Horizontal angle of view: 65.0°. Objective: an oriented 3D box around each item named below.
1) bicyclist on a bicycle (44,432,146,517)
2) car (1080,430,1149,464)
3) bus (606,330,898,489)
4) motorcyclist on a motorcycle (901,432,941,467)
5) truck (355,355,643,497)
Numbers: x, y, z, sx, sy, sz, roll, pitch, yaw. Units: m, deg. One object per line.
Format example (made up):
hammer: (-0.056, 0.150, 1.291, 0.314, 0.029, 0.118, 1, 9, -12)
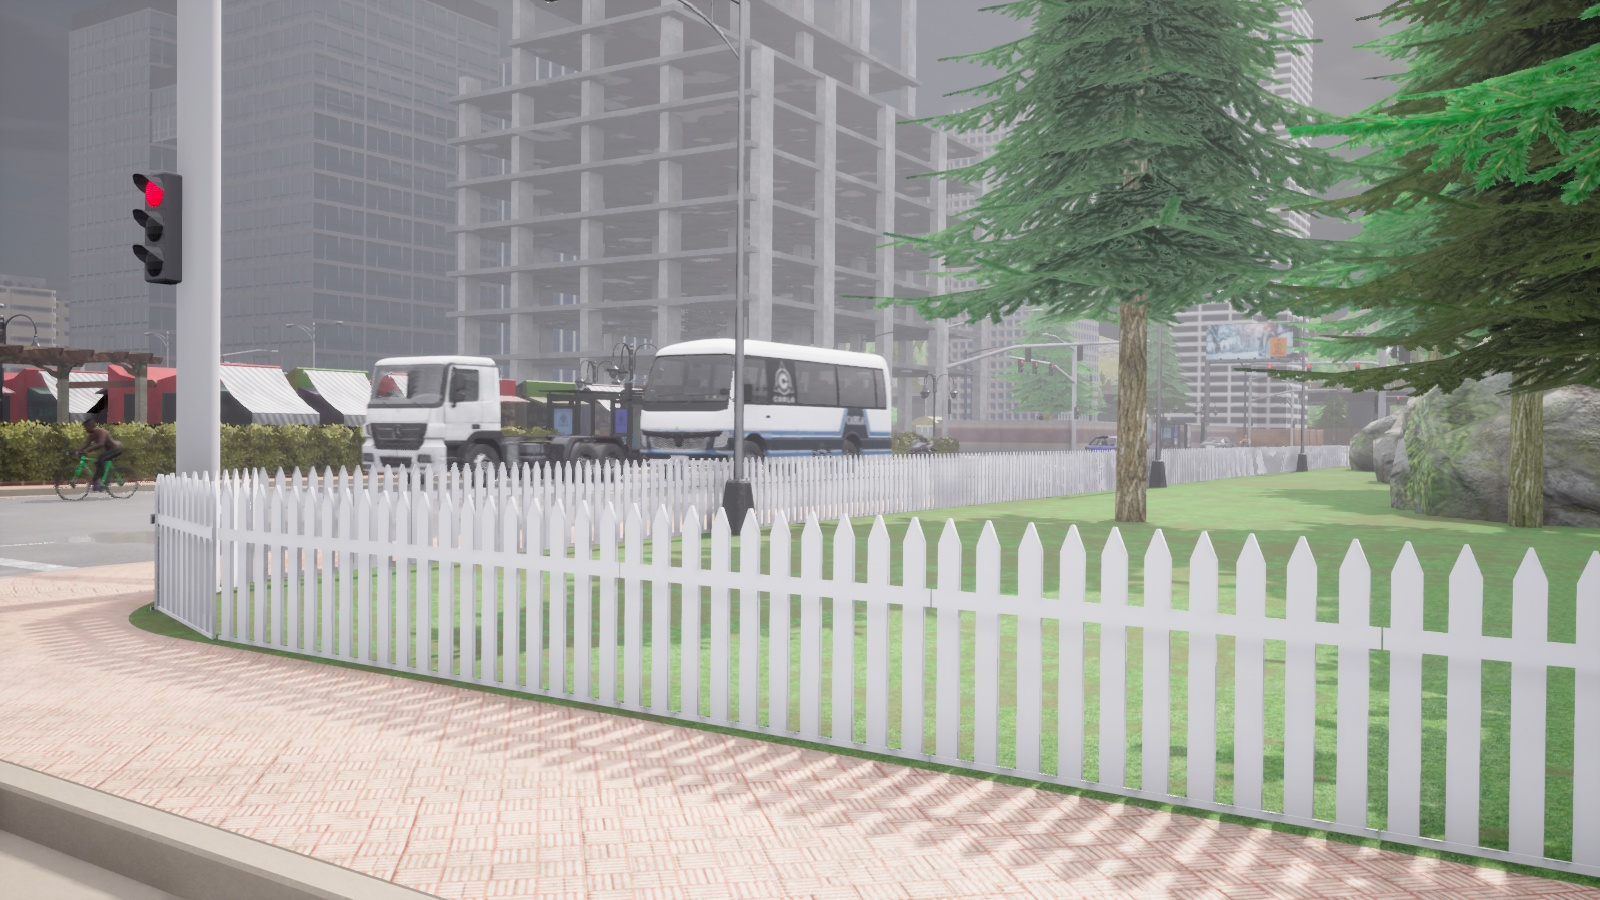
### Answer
bicyclist on a bicycle: (-14.039, 0.469, 25.047, 0.582, 1.620, 1.656, 0, 1, 32)
car: (14.279, -0.162, 56.946, 1.816, 1.474, 4.193, 0, 1, 32)
bus: (-1.098, -1.168, 39.059, 3.944, 4.253, 10.273, 0, 1, 32)
motorcyclist on a motorcycle: (5.407, -0.047, 55.985, 0.866, 1.530, 2.191, 0, 1, 32)
truck: (-8.009, -0.651, 34.640, 2.891, 3.462, 7.936, 0, 1, 32)
